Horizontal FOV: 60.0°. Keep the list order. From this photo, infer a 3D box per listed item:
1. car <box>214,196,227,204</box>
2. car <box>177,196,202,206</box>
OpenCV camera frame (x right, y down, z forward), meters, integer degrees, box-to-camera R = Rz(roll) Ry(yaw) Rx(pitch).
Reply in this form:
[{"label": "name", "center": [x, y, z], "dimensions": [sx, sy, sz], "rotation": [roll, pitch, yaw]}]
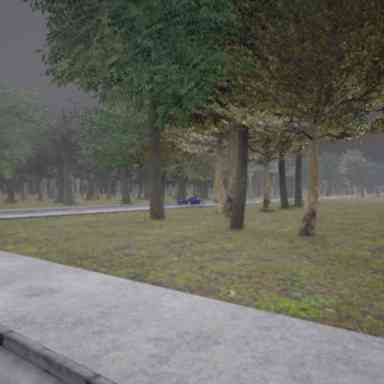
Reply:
[{"label": "car", "center": [5.806, 1.375, 60.196], "dimensions": [1.812, 1.442, 4.674], "rotation": [0, 0, 36]}, {"label": "car", "center": [-0.285, 1.328, 51.807], "dimensions": [1.882, 1.535, 5.008], "rotation": [0, 0, 36]}]
